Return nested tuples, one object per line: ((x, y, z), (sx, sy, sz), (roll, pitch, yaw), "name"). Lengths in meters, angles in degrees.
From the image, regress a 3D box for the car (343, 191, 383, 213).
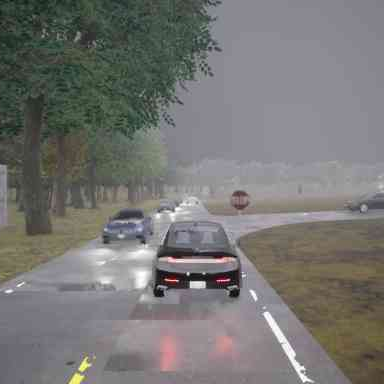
((14.204, 0.723, 25.522), (4.892, 1.490, 1.837), (-3, 1, 1), "car")

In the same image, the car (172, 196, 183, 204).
((-2.803, 1.612, 65.088), (2.033, 1.411, 5.357), (0, 0, 0), "car")

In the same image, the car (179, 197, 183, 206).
((-2.841, 1.640, 51.086), (1.895, 1.301, 4.718), (0, 0, 0), "car")

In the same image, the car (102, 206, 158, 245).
((-2.866, 1.528, 15.778), (1.812, 1.442, 4.674), (0, 0, 0), "car")

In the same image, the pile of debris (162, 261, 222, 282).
((-0.002, 2.176, 9.204), (1.500, 0.140, 1.860), (0, 0, 0), "pile of debris")

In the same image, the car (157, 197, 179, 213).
((-2.856, 1.522, 37.858), (1.837, 1.490, 4.892), (0, 1, 0), "car")

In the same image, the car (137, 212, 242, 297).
((0.093, 1.490, 8.534), (2.128, 1.511, 4.902), (0, 0, 0), "car")

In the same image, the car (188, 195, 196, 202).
((-0.018, 1.554, 80.391), (1.882, 1.535, 5.008), (0, 0, 0), "car")

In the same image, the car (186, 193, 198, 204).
((0.086, 1.287, 65.620), (2.150, 2.045, 5.566), (0, 0, 0), "car")
